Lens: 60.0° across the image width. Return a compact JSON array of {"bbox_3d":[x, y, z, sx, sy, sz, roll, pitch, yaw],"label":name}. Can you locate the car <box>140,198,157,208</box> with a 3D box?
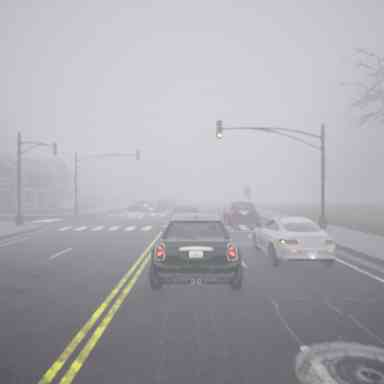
[{"bbox_3d":[-6.575,1.661,50.728,1.994,1.385,4.181,0,0,1],"label":"car"}]

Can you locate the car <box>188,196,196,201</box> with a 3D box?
[{"bbox_3d":[0.016,1.666,81.041,2.128,1.511,4.902,0,0,0],"label":"car"}]

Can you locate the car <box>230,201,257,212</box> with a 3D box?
[{"bbox_3d":[3.343,1.404,23.298,2.097,1.767,4.553,0,0,0],"label":"car"}]

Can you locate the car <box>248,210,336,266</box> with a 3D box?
[{"bbox_3d":[3.346,1.552,11.515,1.812,1.442,4.674,0,0,0],"label":"car"}]

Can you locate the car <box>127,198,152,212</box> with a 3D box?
[{"bbox_3d":[-6.580,1.631,40.745,2.033,1.411,5.357,0,0,1],"label":"car"}]

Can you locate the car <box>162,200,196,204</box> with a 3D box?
[{"bbox_3d":[-0.584,1.525,20.930,1.882,1.535,5.008,0,0,-9],"label":"car"}]

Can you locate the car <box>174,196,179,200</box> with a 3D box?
[{"bbox_3d":[-3.335,1.622,49.909,1.812,1.442,4.674,0,0,1],"label":"car"}]

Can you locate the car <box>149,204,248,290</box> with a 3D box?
[{"bbox_3d":[0.094,1.374,9.307,2.097,1.767,4.553,0,0,0],"label":"car"}]

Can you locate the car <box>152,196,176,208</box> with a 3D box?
[{"bbox_3d":[-3.340,1.587,39.927,1.837,1.490,4.892,0,0,0],"label":"car"}]
